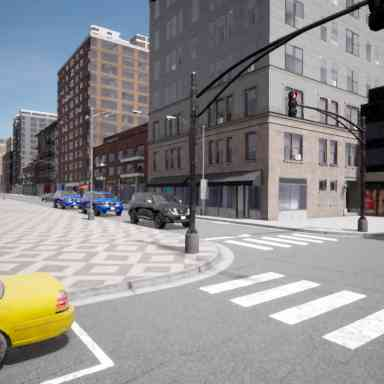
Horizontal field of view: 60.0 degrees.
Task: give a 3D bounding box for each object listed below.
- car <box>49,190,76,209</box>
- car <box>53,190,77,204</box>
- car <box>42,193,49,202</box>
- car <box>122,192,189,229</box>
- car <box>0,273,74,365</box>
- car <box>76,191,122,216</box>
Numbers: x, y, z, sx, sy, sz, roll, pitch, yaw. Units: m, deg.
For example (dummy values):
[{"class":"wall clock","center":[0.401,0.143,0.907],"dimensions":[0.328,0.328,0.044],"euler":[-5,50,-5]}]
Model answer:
[{"class":"car","center":[-14.209,0.861,37.973],"dimensions":[2.150,2.045,5.566],"euler":[1,0,-35]},{"class":"car","center":[-19.484,0.768,50.944],"dimensions":[2.150,2.045,5.566],"euler":[1,0,-35]},{"class":"car","center":[-25.542,0.944,59.515],"dimensions":[2.128,1.511,4.902],"euler":[1,0,-36]},{"class":"car","center":[-2.070,1.052,20.778],"dimensions":[2.150,2.045,5.566],"euler":[1,0,-35]},{"class":"car","center":[-3.979,1.525,3.914],"dimensions":[4.829,1.417,1.752],"euler":[0,1,-36]},{"class":"car","center":[-8.013,0.959,29.188],"dimensions":[2.150,2.045,5.566],"euler":[1,0,-35]}]
